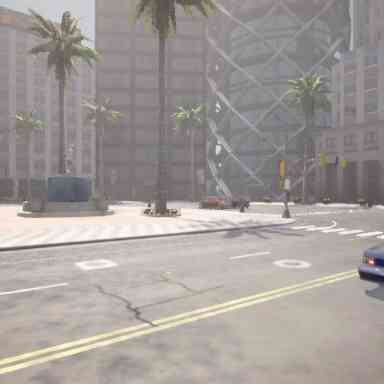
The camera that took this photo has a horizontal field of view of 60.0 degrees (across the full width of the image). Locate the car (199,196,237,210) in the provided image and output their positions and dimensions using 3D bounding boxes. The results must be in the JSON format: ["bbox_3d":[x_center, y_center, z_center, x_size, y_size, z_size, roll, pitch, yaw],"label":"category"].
[{"bbox_3d":[3.086,1.349,43.062,4.553,1.767,2.097,0,0,44],"label":"car"}]

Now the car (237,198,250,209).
[{"bbox_3d":[5.649,1.474,45.447,1.882,1.535,5.008,0,0,-45],"label":"car"}]

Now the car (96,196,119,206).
[{"bbox_3d":[-14.603,1.491,55.270,4.902,1.511,2.128,0,0,6],"label":"car"}]

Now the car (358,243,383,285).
[{"bbox_3d":[6.251,1.546,8.230,5.357,1.411,2.033,0,0,-35],"label":"car"}]
